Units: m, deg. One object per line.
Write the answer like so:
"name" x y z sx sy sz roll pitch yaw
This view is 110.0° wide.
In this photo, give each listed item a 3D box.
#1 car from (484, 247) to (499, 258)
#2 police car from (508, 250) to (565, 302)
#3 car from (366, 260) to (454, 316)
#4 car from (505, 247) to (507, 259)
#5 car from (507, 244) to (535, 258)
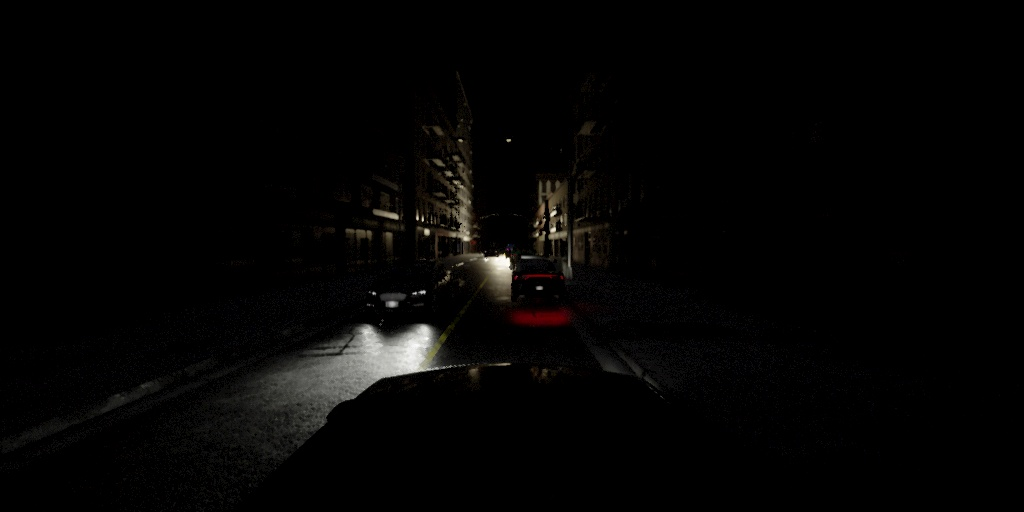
"car" -3.066 -0.573 53.945 2.097 1.767 4.553 0 2 0
"police car" 0.901 0.752 14.269 1.930 1.638 5.238 0 2 0
"car" -3.100 0.904 11.703 2.128 1.511 4.902 0 2 0
"car" 0.016 -0.244 51.289 1.895 1.301 4.718 0 2 0
"car" 0.902 0.031 30.176 2.150 2.045 5.566 0 2 0
